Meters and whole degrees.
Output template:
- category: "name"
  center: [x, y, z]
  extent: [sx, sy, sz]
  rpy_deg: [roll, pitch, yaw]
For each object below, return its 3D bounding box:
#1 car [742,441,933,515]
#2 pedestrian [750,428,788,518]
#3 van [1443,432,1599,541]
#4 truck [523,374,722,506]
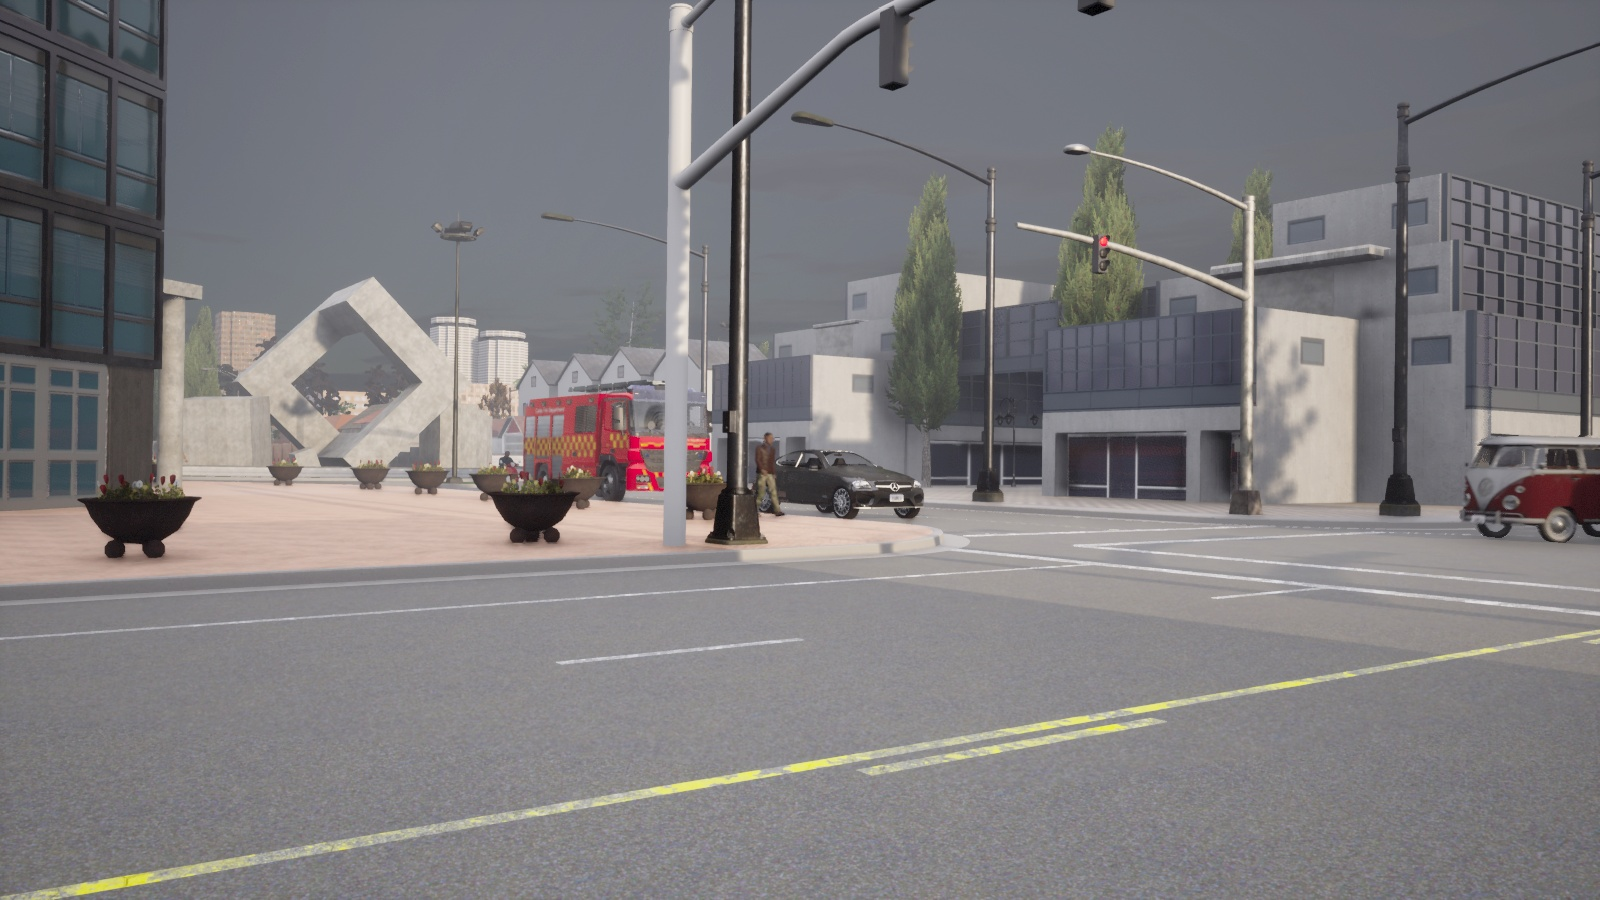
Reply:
- category: "car"
  center: [0.809, 0.645, 30.856]
  extent: [2.152, 1.651, 5.027]
  rpy_deg: [1, -1, -34]
- category: "pedestrian"
  center: [-0.641, 0.474, 25.923]
  extent: [0.431, 1.840, 0.703]
  rpy_deg: [1, -1, -35]
- category: "van"
  center: [14.900, 0.679, 24.174]
  extent: [4.442, 1.987, 1.775]
  rpy_deg: [1, 0, -15]
- category: "truck"
  center: [-5.982, -0.266, 40.798]
  extent: [2.891, 3.827, 8.468]
  rpy_deg: [1, -1, -34]
